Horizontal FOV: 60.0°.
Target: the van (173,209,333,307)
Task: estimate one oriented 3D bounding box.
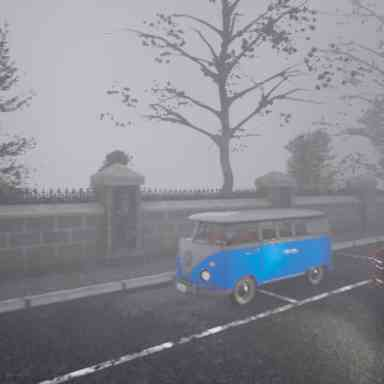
[{"bbox_3d":[1.508,1.309,7.635,3.998,1.788,1.690,0,0,-35],"label":"van"}]

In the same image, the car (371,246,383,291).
[{"bbox_3d":[6.099,1.423,7.727,5.008,1.535,1.882,0,0,-35],"label":"car"}]
